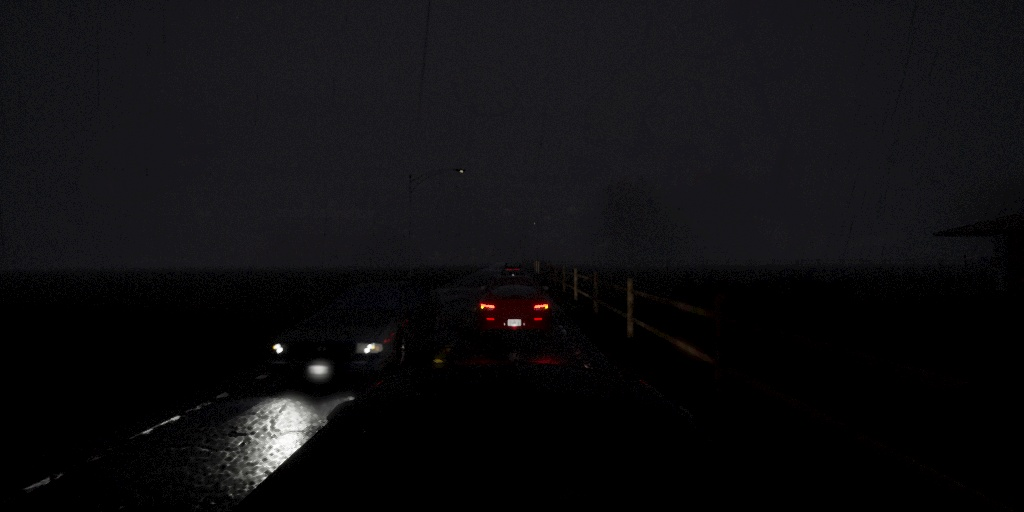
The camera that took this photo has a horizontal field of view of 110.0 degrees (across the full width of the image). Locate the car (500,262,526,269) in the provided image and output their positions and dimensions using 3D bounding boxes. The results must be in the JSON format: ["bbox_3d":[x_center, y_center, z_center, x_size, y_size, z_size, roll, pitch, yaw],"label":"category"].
[{"bbox_3d":[0.084,1.250,29.365,2.128,1.511,4.902,0,0,0],"label":"car"}]

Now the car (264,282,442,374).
[{"bbox_3d":[-2.852,1.295,7.964,2.033,1.411,5.357,0,0,0],"label":"car"}]

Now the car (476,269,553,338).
[{"bbox_3d":[0.068,1.274,10.045,1.812,1.442,4.674,0,0,0],"label":"car"}]
